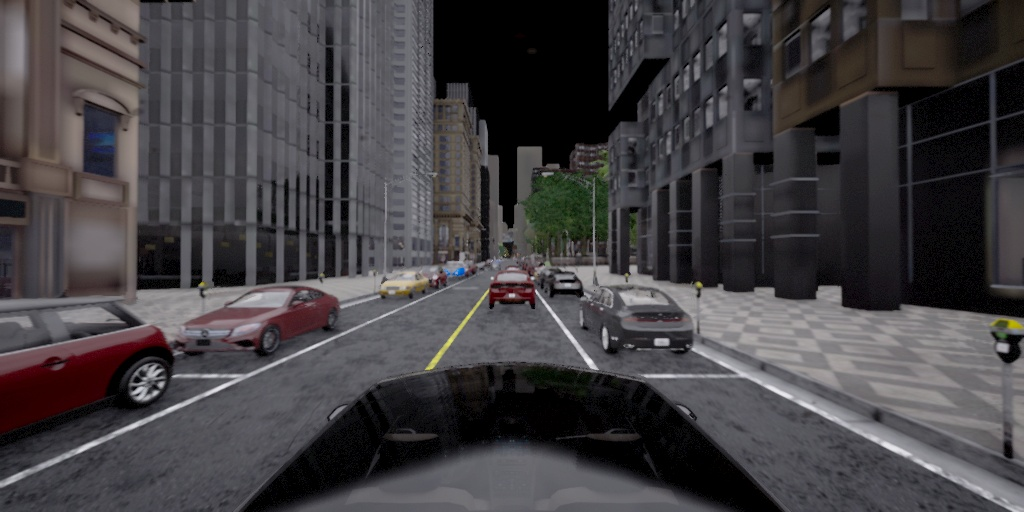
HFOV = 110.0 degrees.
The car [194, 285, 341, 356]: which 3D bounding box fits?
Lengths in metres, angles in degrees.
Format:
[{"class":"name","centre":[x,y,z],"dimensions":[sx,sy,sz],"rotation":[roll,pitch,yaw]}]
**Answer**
[{"class":"car","centre":[-5.764,1.402,8.790],"dimensions":[1.802,1.307,4.207],"rotation":[0,0,0]}]

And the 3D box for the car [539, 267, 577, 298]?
[{"class":"car","centre":[2.758,1.491,19.758],"dimensions":[1.948,1.339,4.313],"rotation":[0,0,0]}]

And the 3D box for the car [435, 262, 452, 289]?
[{"class":"car","centre":[-5.768,1.418,25.253],"dimensions":[1.967,1.591,4.097],"rotation":[0,0,0]}]

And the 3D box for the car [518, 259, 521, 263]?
[{"class":"car","centre":[2.746,1.654,63.651],"dimensions":[2.192,1.841,5.009],"rotation":[0,0,0]}]

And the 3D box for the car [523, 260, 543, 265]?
[{"class":"car","centre":[2.752,1.450,41.704],"dimensions":[2.192,1.841,5.009],"rotation":[0,0,0]}]

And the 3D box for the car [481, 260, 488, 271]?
[{"class":"car","centre":[-5.779,1.906,63.667],"dimensions":[1.948,1.339,4.313],"rotation":[0,0,0]}]

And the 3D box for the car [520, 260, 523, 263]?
[{"class":"car","centre":[2.749,1.555,52.677],"dimensions":[2.192,1.841,5.009],"rotation":[0,0,0]}]

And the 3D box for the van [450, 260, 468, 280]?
[{"class":"van","centre":[-5.771,1.424,36.228],"dimensions":[1.690,1.789,3.998],"rotation":[0,0,0]}]

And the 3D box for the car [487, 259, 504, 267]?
[{"class":"car","centre":[-3.038,1.848,65.399],"dimensions":[2.128,1.511,4.902],"rotation":[0,-1,0]}]

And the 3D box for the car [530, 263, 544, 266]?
[{"class":"car","centre":[2.755,1.556,30.901],"dimensions":[1.751,1.417,4.829],"rotation":[0,0,0]}]

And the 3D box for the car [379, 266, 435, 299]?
[{"class":"car","centre":[-5.767,1.451,19.596],"dimensions":[1.751,1.417,4.829],"rotation":[0,0,0]}]

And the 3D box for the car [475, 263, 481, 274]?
[{"class":"car","centre":[-5.775,1.503,47.203],"dimensions":[2.192,1.841,5.009],"rotation":[0,0,0]}]

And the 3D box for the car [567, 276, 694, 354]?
[{"class":"car","centre":[2.761,1.370,8.785],"dimensions":[2.007,1.370,4.403],"rotation":[0,0,0]}]

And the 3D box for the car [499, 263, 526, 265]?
[{"class":"car","centre":[0.017,1.556,30.746],"dimensions":[1.812,1.442,4.674],"rotation":[0,0,1]}]

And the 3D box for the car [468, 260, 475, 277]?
[{"class":"car","centre":[-5.773,1.576,41.715],"dimensions":[1.967,1.591,4.097],"rotation":[0,0,0]}]

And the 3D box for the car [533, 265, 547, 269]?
[{"class":"car","centre":[2.757,1.544,25.244],"dimensions":[1.948,1.339,4.313],"rotation":[0,0,0]}]

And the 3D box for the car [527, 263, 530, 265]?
[{"class":"car","centre":[2.754,1.665,36.217],"dimensions":[1.802,1.307,4.207],"rotation":[0,0,0]}]

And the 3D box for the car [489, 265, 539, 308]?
[{"class":"car","centre":[0.025,1.368,16.099],"dimensions":[1.882,1.535,5.008],"rotation":[0,0,1]}]

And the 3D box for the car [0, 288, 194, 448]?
[{"class":"car","centre":[-5.762,1.206,3.303],"dimensions":[1.967,1.591,4.097],"rotation":[0,0,0]}]
